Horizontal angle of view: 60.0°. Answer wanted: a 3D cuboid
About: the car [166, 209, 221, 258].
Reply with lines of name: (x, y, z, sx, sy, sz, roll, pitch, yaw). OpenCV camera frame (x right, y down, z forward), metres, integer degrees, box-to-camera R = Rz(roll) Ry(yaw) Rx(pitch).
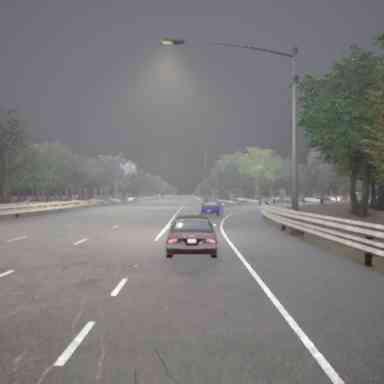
car: (0.000, 1.628, 13.116, 2.033, 1.411, 5.357, 0, 0, 0)

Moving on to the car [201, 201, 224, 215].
car: (2.218, 1.708, 34.839, 1.882, 1.535, 5.008, 0, -1, 13)

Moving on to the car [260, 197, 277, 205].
car: (14.735, 1.720, 63.772, 2.097, 1.767, 4.553, 0, 0, 34)
